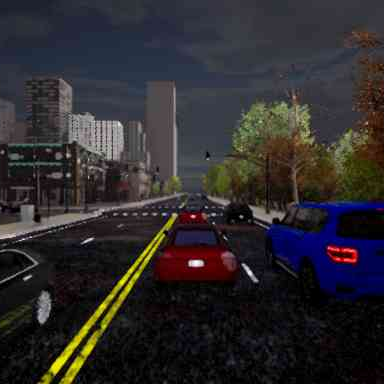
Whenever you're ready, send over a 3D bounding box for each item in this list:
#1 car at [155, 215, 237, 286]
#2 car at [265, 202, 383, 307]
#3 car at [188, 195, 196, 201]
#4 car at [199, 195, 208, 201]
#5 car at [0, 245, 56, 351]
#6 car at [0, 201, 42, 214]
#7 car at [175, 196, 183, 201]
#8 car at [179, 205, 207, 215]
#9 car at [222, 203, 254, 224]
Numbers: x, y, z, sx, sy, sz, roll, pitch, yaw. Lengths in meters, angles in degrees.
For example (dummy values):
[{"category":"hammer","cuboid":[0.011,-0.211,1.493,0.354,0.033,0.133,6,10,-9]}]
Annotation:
[{"category":"car","cuboid":[0.094,1.583,9.490,1.994,1.385,4.181,0,0,0]},{"category":"car","cuboid":[3.345,1.235,8.092,2.150,2.045,5.566,0,0,0]},{"category":"car","cuboid":[-0.060,1.696,88.802,2.033,1.411,5.357,0,0,0]},{"category":"car","cuboid":[3.190,1.655,88.805,1.837,1.490,4.892,0,0,0]},{"category":"car","cuboid":[-3.351,1.516,4.124,1.837,1.490,4.892,0,-1,0]},{"category":"car","cuboid":[-19.979,1.905,39.188,4.313,1.339,1.947,-1,1,0]},{"category":"car","cuboid":[-3.308,1.688,86.529,2.128,1.511,4.902,0,0,0]},{"category":"car","cuboid":[0.087,1.613,24.390,1.994,1.385,4.181,0,0,0]},{"category":"car","cuboid":[3.335,1.526,24.917,1.882,1.535,5.008,0,0,0]}]
